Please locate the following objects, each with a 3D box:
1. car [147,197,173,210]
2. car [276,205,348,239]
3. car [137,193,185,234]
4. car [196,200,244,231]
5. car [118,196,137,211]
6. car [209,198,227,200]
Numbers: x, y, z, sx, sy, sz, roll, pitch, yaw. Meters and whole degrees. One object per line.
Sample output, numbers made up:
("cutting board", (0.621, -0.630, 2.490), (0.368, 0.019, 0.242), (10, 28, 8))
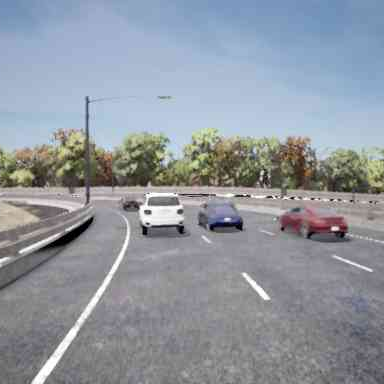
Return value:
("car", (-3.741, 1.286, 38.327), (1.994, 1.385, 4.181), (-1, 1, -21))
("car", (5.689, 1.348, 16.203), (1.812, 1.442, 4.674), (-1, 1, -8))
("car", (-1.774, 1.089, 18.456), (2.150, 2.045, 5.566), (0, 1, -10))
("car", (1.530, 1.394, 19.517), (1.994, 1.385, 4.181), (-1, 1, -10))
("car", (-7.170, 1.263, 37.532), (1.837, 1.490, 4.892), (0, 1, -21))
("car", (2.370, 1.277, 31.094), (2.033, 1.411, 5.357), (-1, 1, -16))
